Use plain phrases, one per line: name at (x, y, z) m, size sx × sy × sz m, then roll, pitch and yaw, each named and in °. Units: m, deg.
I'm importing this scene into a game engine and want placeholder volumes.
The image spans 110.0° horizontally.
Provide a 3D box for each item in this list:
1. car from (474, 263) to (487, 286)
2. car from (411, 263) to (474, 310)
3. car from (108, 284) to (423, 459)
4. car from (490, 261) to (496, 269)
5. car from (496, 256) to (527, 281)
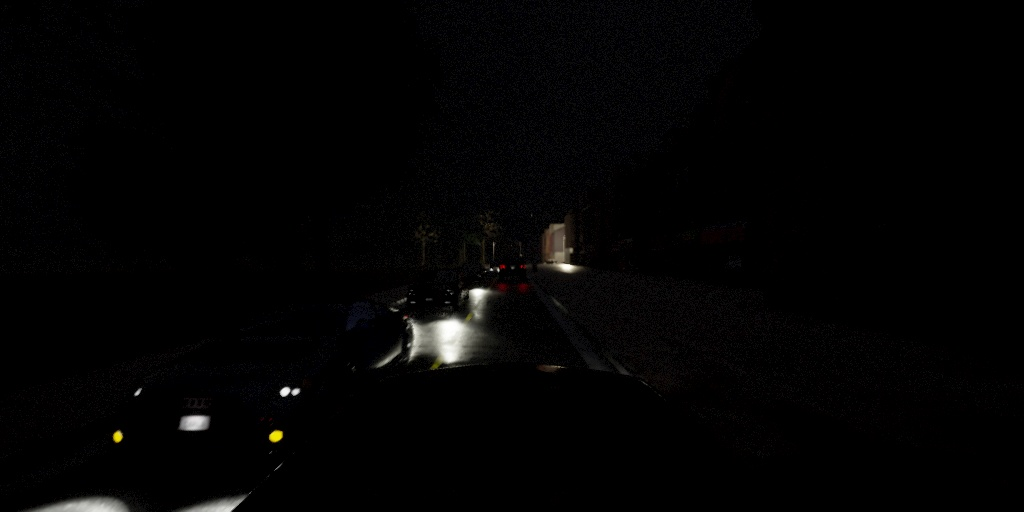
car at (-2.855, 1.233, 25.280) m, size 1.882 × 1.535 × 5.008 m, roll 0°, pitch 0°, yaw 0°
car at (-2.871, 1.218, 14.842) m, size 1.882 × 1.535 × 5.008 m, roll 0°, pitch 0°, yaw 0°
car at (-2.856, 1.310, 5.208) m, size 1.994 × 1.385 × 4.181 m, roll 0°, pitch 0°, yaw 0°
car at (-2.906, 1.508, 63.809) m, size 2.033 × 1.411 × 5.357 m, roll 0°, pitch 0°, yaw 0°
car at (0.042, 0.988, 30.017) m, size 2.150 × 2.045 × 5.566 m, roll 0°, pitch 0°, yaw -1°
